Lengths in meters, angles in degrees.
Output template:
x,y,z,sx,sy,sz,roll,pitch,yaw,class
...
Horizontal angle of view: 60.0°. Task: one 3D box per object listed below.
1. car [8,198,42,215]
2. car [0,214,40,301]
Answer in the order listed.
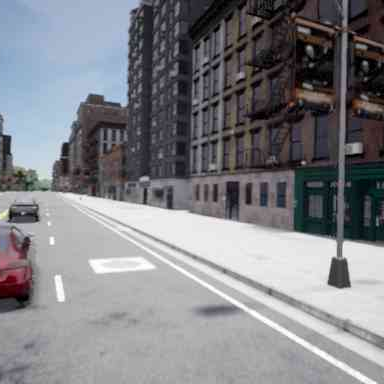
x,y,z,sx,sy,sz,roll,pitch,yaw,class
-11.790,1.163,23.566,2.128,1.511,4.902,1,0,-24,car
-4.687,1.436,7.624,1.994,1.385,4.181,1,0,-24,car
